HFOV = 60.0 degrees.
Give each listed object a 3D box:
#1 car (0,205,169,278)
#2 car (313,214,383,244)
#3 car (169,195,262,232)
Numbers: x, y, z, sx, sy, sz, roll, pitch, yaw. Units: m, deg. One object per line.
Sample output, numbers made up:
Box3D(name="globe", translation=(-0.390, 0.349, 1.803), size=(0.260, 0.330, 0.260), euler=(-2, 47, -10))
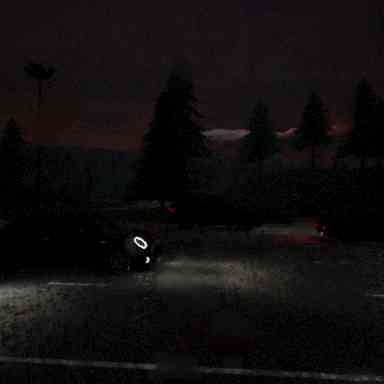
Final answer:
Box3D(name="car", translation=(-3.152, 1.289, 9.588), size=(4.553, 1.767, 2.097), euler=(1, 0, 4))
Box3D(name="car", translation=(8.424, 1.728, 15.817), size=(4.718, 1.301, 1.895), euler=(1, 0, 4))
Box3D(name="car", translation=(1.295, 1.227, 19.810), size=(5.566, 2.045, 2.150), euler=(1, 0, 4))
